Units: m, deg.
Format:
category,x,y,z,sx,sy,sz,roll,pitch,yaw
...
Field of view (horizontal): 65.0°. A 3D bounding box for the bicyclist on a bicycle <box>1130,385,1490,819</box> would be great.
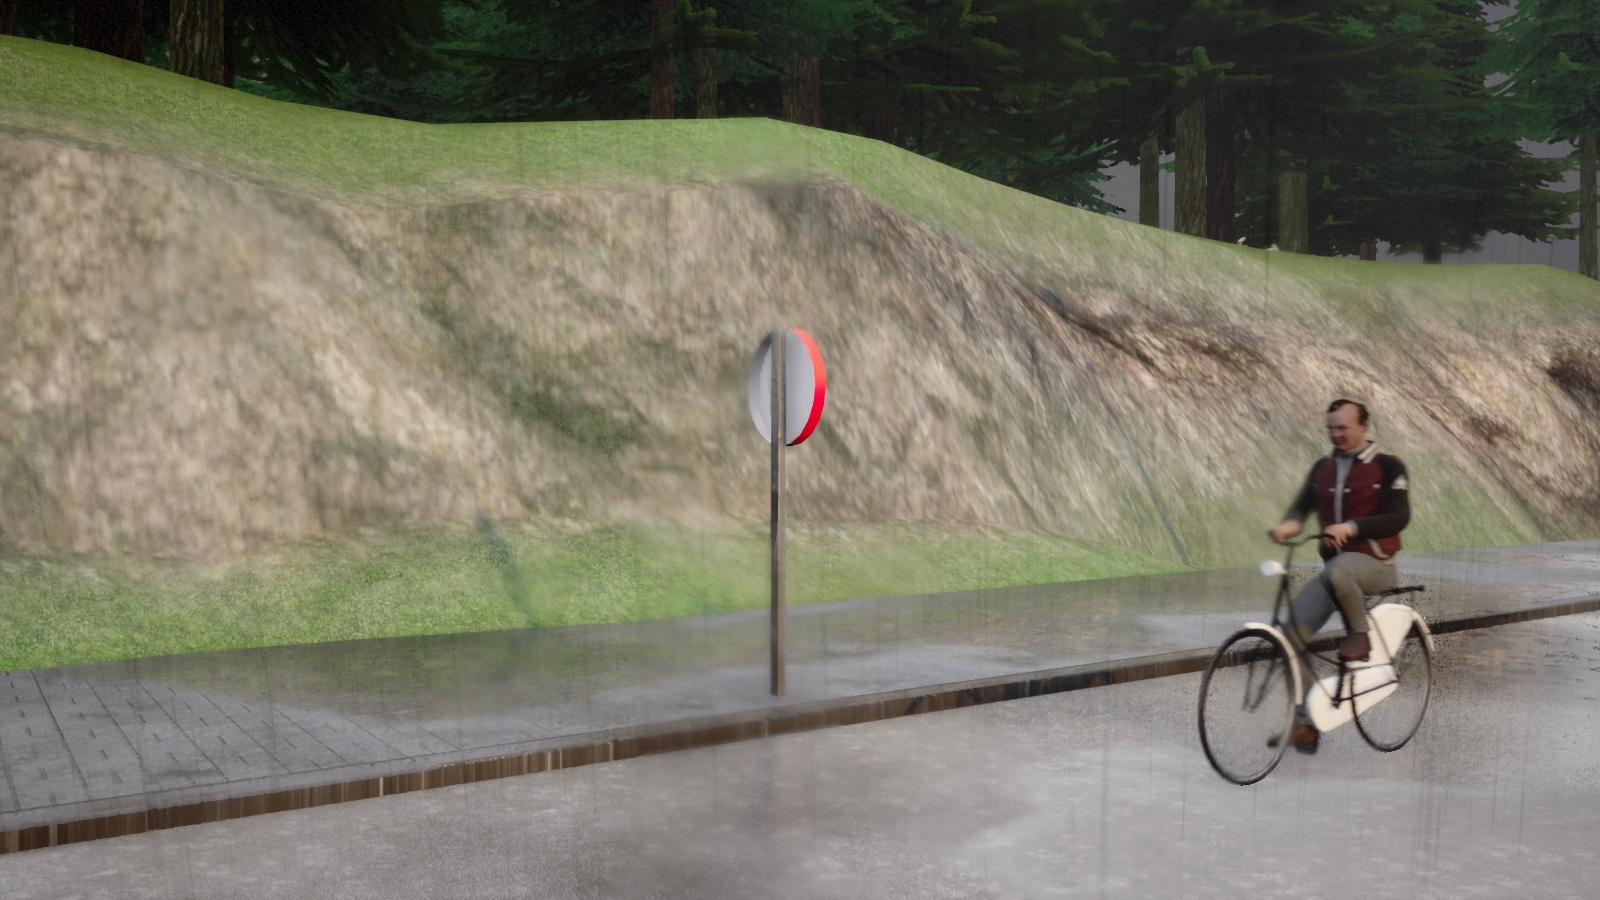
category,x,y,z,sx,sy,sz,roll,pitch,yaw
bicyclist on a bicycle,2.445,0.625,5.931,1.843,1.776,0.659,0,0,-34
